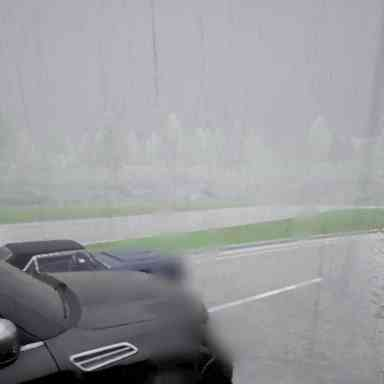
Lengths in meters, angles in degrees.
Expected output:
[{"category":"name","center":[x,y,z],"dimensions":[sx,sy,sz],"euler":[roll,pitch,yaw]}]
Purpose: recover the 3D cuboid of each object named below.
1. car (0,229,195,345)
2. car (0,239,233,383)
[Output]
[{"category":"car","center":[-2.392,1.588,6.338],"dimensions":[4.718,1.301,1.895],"euler":[0,0,-37]},{"category":"car","center":[-2.270,1.215,2.069],"dimensions":[5.566,2.045,2.150],"euler":[0,0,-37]}]
